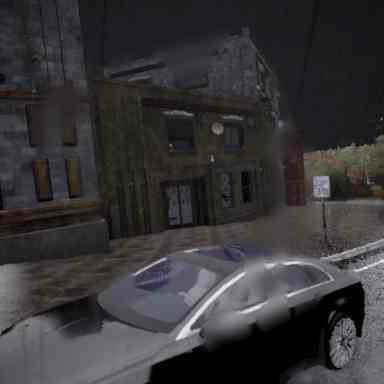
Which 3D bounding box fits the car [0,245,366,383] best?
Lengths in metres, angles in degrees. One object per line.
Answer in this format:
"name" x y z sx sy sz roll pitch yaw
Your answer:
"car" 0.229 1.484 4.014 4.902 1.511 2.128 0 0 -37
